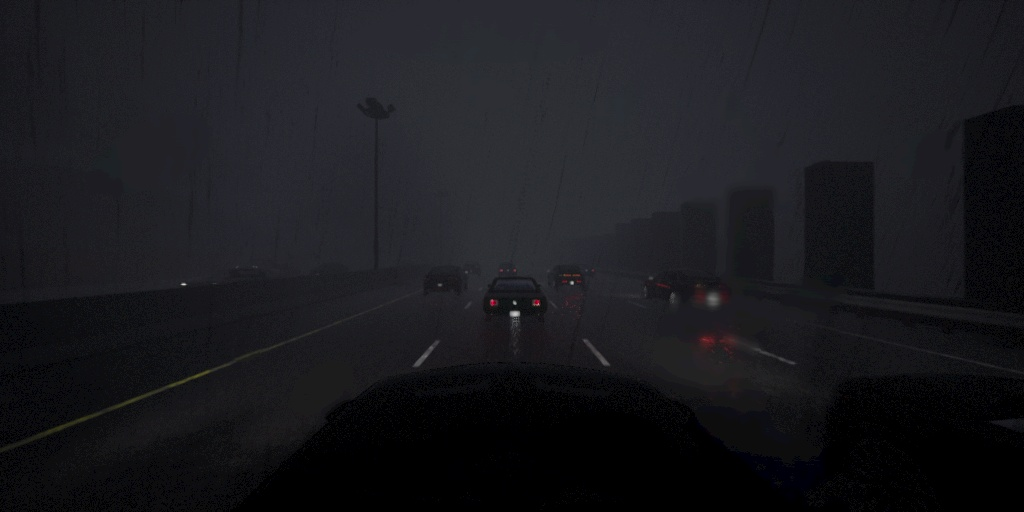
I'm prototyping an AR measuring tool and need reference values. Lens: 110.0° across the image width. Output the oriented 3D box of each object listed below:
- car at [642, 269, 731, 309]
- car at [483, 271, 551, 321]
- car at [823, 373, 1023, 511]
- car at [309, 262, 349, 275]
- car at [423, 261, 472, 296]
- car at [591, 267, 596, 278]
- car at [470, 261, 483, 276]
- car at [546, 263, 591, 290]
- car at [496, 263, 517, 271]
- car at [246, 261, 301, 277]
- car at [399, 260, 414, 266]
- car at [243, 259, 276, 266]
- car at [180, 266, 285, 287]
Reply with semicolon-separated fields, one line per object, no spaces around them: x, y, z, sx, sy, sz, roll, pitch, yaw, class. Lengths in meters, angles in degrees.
7.042;1.276;15.005;1.837;1.490;4.892;0;0;-1;car
0.071;1.368;12.464;1.895;1.301;4.718;0;0;0;car
3.603;1.241;1.077;2.128;1.511;4.902;0;0;0;car
-18.300;1.350;36.235;2.033;1.411;5.357;0;0;-3;car
-3.542;1.256;19.823;1.882;1.535;5.008;0;0;-1;car
6.525;1.350;34.454;2.033;1.411;5.357;0;0;-2;car
-4.198;1.298;38.026;2.128;1.511;4.902;0;0;-3;car
3.383;1.289;22.985;1.837;1.490;4.892;0;0;-1;car
-0.478;1.349;34.430;2.033;1.411;5.357;0;0;-3;car
-21.655;1.398;33.031;1.895;1.301;4.718;0;0;-3;car
-17.575;1.402;59.846;1.994;1.385;4.181;0;0;-10;car
-25.324;1.152;36.031;2.097;1.767;4.553;0;0;-3;car
-14.208;1.375;18.405;1.895;1.301;4.718;0;0;-1;car
